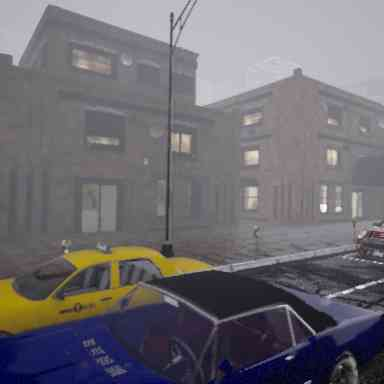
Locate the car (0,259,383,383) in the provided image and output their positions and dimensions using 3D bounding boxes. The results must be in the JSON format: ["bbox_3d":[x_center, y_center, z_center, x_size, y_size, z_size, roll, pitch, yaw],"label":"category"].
[{"bbox_3d":[-0.097,1.610,3.309,4.718,1.301,1.895,0,0,-36],"label":"car"}]

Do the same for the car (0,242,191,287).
[{"bbox_3d":[-1.669,1.534,5.312,4.829,1.417,1.752,0,1,-36],"label":"car"}]

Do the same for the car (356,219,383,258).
[{"bbox_3d":[7.725,1.511,12.019,4.097,1.590,1.967,0,1,-36],"label":"car"}]
